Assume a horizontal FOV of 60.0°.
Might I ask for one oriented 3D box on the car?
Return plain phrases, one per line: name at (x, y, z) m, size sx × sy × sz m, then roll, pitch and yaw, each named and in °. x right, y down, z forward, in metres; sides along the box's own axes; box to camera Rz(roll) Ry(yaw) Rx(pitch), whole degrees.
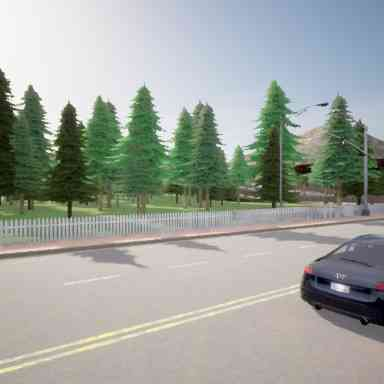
car at (4.102, 1.564, 6.697) m, size 4.181 × 1.385 × 1.994 m, roll 0°, pitch 0°, yaw -35°
